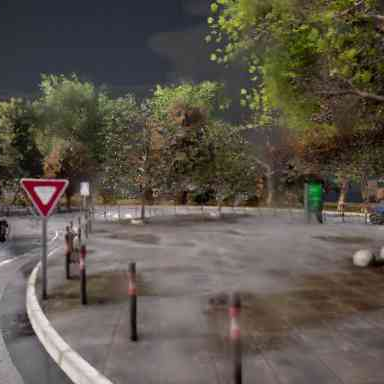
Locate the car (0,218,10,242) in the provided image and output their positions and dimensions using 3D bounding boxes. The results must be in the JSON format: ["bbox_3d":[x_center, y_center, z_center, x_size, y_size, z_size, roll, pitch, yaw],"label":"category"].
[{"bbox_3d":[-8.810,1.493,13.243,1.882,1.535,5.008,0,0,-15],"label":"car"}]

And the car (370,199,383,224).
[{"bbox_3d":[13.239,1.204,19.992,2.097,1.767,4.553,0,0,-22],"label":"car"}]
